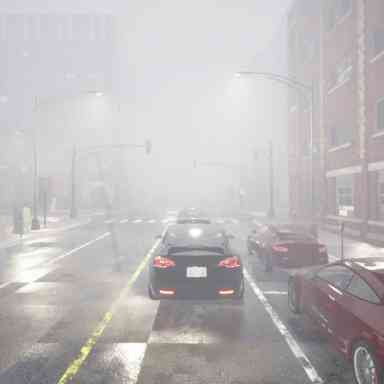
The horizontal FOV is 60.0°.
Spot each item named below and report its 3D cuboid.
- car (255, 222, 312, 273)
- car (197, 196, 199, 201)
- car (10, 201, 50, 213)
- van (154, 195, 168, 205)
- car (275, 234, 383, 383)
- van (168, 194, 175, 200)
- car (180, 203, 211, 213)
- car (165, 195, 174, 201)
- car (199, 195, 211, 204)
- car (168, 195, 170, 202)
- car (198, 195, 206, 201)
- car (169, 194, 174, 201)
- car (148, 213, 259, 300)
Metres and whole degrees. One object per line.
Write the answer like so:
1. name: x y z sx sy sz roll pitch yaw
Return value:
1. car: 2.816 1.585 10.372 1.802 1.307 4.206 1 0 0
2. car: 2.534 1.573 82.236 1.887 1.381 4.507 1 0 0
3. car: -18.790 1.730 38.711 4.313 1.339 1.947 0 -1 0
4. van: -5.797 1.359 59.648 1.690 1.788 3.998 1 0 0
5. car: 2.658 1.583 4.716 1.802 1.307 4.206 1 0 0
6. van: -5.866 1.375 93.561 1.690 1.788 3.998 1 0 0
7. car: 0.065 1.552 17.686 2.033 1.411 5.357 0 0 -1
8. car: -5.858 1.582 87.909 2.008 1.369 4.403 1 0 0
9. car: 2.580 1.544 59.796 1.752 1.417 4.829 1 0 0
10. car: -5.812 1.602 65.300 1.802 1.307 4.206 1 0 0
11. car: 2.522 1.597 87.887 1.947 1.339 4.313 1 0 0
12. car: -5.835 1.607 76.604 1.802 1.307 4.206 1 0 0
13. car: 0.083 1.506 8.414 2.163 1.488 4.792 0 0 0
